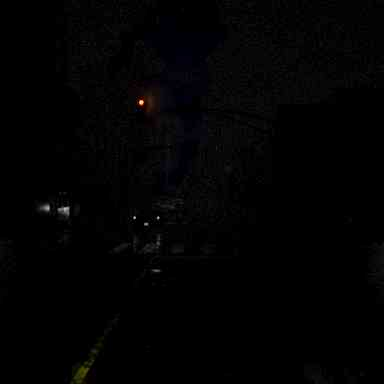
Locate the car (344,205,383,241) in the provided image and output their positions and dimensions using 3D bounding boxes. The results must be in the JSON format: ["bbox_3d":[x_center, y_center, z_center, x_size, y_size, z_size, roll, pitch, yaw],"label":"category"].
[{"bbox_3d":[10.842,1.642,17.862,5.009,1.841,2.192,1,-1,0],"label":"car"}]

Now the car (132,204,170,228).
[{"bbox_3d":[-2.814,1.692,22.671,1.895,1.301,4.718,0,0,0],"label":"car"}]

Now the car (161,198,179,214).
[{"bbox_3d":[-2.788,1.741,38.522,1.812,1.442,4.674,0,-1,0],"label":"car"}]

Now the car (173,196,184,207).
[{"bbox_3d":[-2.686,1.774,63.567,2.150,2.045,5.566,0,-1,1],"label":"car"}]
